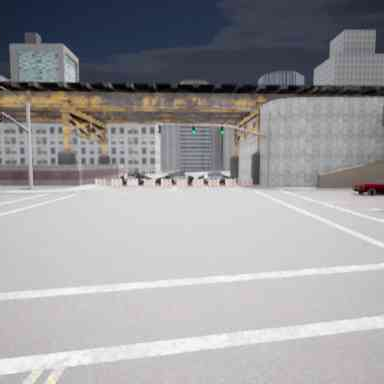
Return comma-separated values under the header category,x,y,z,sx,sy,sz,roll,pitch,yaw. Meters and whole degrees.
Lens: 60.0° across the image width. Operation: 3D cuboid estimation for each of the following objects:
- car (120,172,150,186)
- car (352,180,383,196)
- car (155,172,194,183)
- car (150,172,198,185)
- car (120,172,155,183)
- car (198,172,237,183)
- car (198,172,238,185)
category,x,y,z,sx,sy,sz,roll,pitch,yaw
car,-6.736,-1.660,40.835,4.974,1.542,2.038,5,7,44
car,15.894,-0.385,27.424,4.718,1.301,1.895,0,5,-1
car,-2.086,-1.817,40.844,4.536,1.218,1.853,-3,6,-36
car,-2.127,-1.658,40.826,4.974,1.542,2.038,-3,6,-36
car,-6.773,-1.820,40.857,4.536,1.218,1.853,5,7,44
car,3.197,-1.879,41.602,4.536,1.218,1.853,3,5,29
car,3.243,-1.720,41.591,4.974,1.542,2.038,3,5,29
